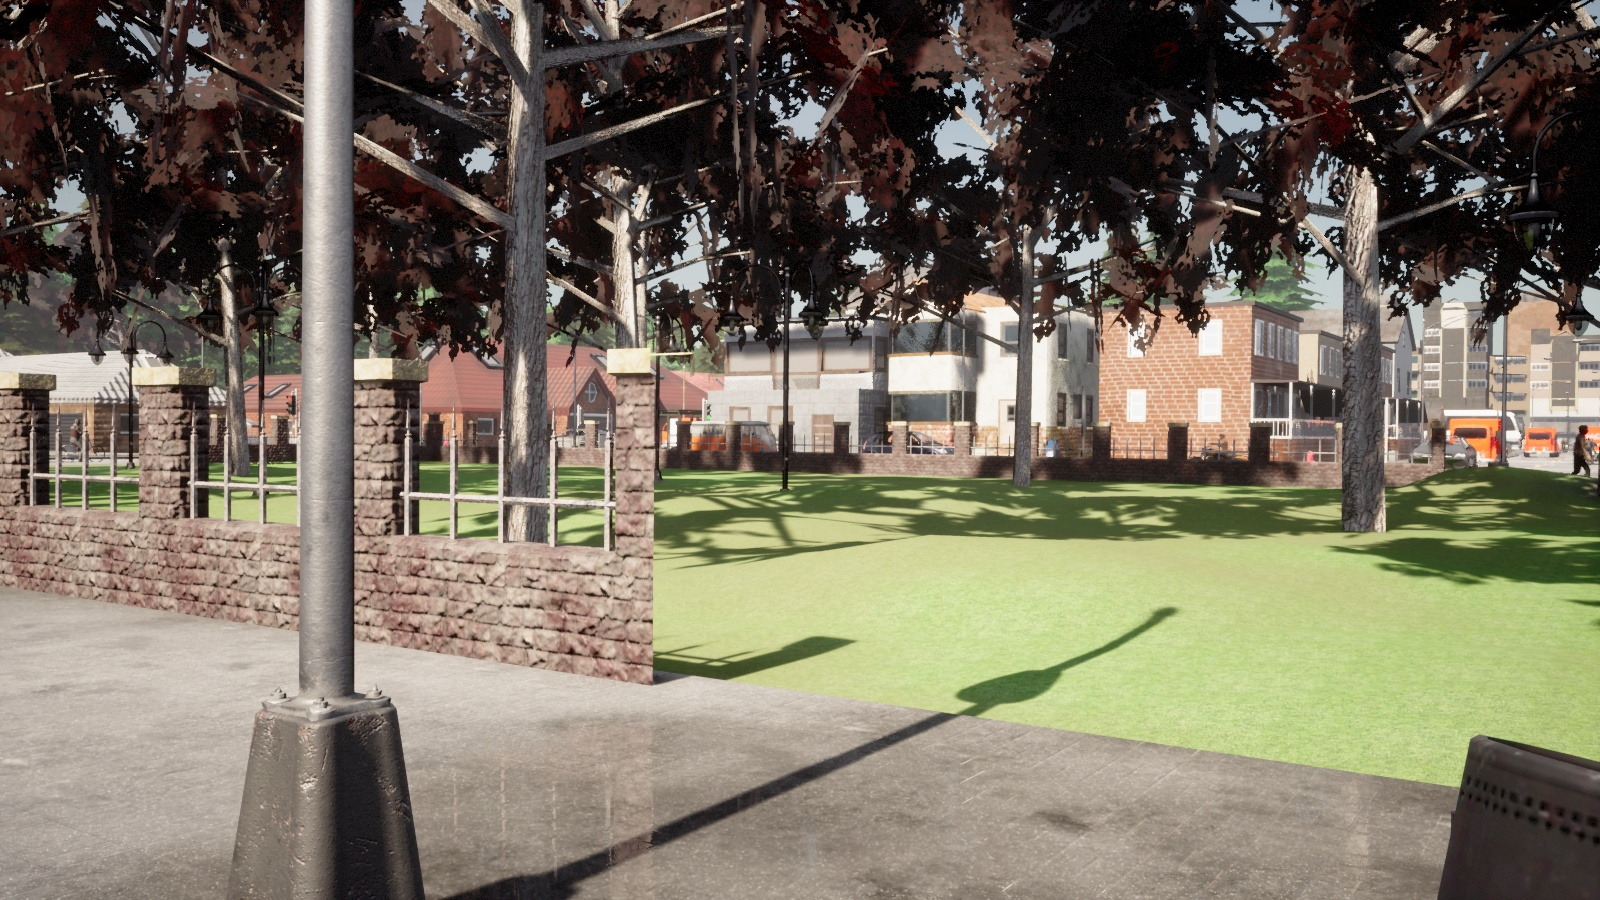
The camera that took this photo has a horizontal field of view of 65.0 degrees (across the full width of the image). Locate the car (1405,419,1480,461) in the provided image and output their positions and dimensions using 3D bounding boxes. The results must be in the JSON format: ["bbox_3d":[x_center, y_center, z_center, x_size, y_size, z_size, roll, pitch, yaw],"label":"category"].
[{"bbox_3d":[26.191,-0.425,51.087,2.152,1.651,5.027,0,1,34],"label":"car"}]

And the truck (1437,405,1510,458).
[{"bbox_3d":[32.757,-0.884,60.972,2.627,2.467,5.204,0,1,34],"label":"truck"}]

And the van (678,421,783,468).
[{"bbox_3d":[-3.100,-0.249,55.745,4.442,1.987,1.775,0,1,31],"label":"van"}]

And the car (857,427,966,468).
[{"bbox_3d":[4.492,-0.104,50.719,3.988,1.617,1.851,0,1,32],"label":"car"}]

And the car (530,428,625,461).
[{"bbox_3d":[-11.851,-0.293,66.691,5.027,1.651,2.152,0,1,39],"label":"car"}]

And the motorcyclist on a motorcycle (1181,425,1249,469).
[{"bbox_3d":[15.882,-0.118,48.056,2.350,1.649,0.766,0,0,29],"label":"motorcyclist on a motorcycle"}]

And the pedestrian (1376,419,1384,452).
[{"bbox_3d":[32.337,-0.807,70.001,0.331,1.846,0.636,0,1,33],"label":"pedestrian"}]

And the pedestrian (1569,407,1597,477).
[{"bbox_3d":[20.879,-0.205,33.492,0.634,1.846,0.331,0,1,34],"label":"pedestrian"}]

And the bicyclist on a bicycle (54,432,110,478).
[{"bbox_3d":[-28.707,0.176,50.233,0.659,1.776,1.843,0,1,32],"label":"bicyclist on a bicycle"}]
